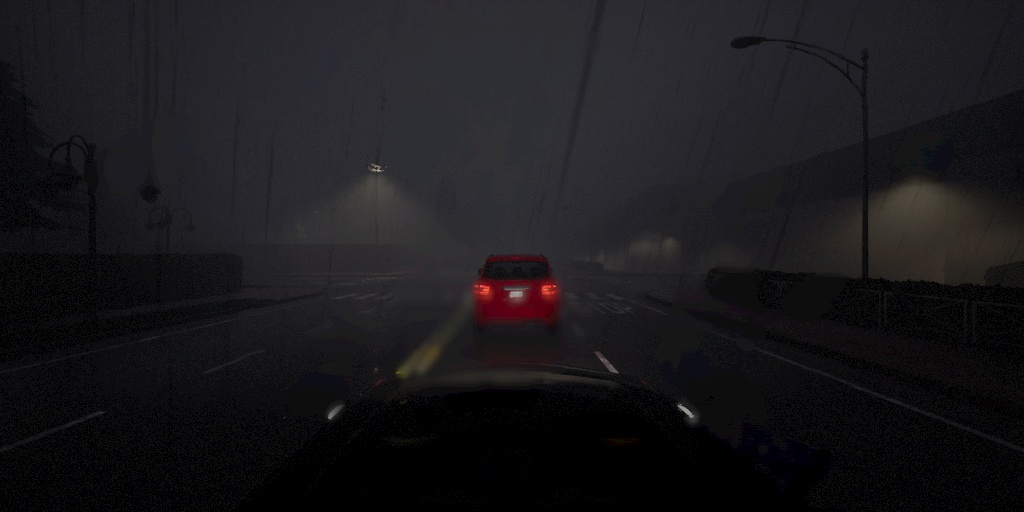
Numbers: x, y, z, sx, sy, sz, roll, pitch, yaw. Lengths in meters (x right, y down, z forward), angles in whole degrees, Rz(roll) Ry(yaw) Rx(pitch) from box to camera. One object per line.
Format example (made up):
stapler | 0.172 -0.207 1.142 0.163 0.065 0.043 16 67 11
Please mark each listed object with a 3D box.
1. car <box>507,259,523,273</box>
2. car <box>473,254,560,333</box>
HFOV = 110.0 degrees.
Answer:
car | 0.353 1.228 45.304 1.882 1.535 5.008 0 0 1
car | 0.122 0.971 10.847 2.150 2.045 5.566 0 0 0
